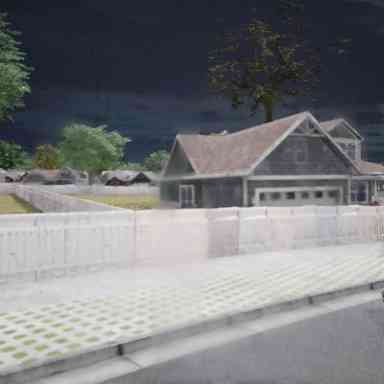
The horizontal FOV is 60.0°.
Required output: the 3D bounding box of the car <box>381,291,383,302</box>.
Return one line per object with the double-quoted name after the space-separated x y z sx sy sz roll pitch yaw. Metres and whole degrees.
6.134 1.581 6.532 5.357 1.411 2.033 1 0 -29 "car"
